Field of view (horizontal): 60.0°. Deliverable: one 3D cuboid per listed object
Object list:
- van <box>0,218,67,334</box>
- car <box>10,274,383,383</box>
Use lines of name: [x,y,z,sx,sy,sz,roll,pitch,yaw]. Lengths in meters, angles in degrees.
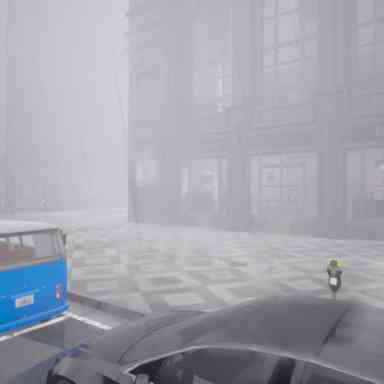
van: [-3.922,1.339,5.883,3.998,1.788,1.690,0,0,36]
car: [0.671,1.565,2.595,4.313,1.339,1.947,0,0,36]
